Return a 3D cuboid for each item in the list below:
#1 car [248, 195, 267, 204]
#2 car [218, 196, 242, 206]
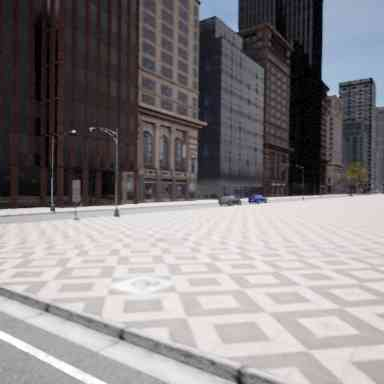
[{"bbox_3d":[11.519,1.276,58.221,1.882,1.535,5.008,1,1,35],"label":"car"},{"bbox_3d":[5.744,1.334,49.972,2.128,1.511,4.902,1,1,36],"label":"car"}]
